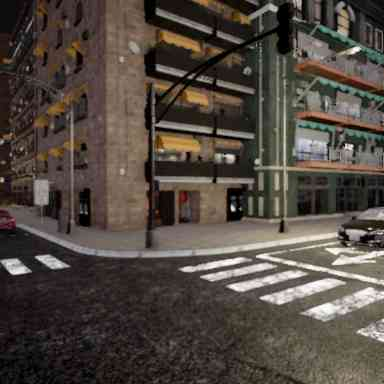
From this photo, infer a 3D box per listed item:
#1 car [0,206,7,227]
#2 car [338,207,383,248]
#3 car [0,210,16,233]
[{"bbox_3d":[-14.736,1.723,23.886,1.947,1.339,4.313,-1,0,-37],"label":"car"},{"bbox_3d":[7.760,1.362,13.224,4.902,1.511,2.128,0,0,-35],"label":"car"},{"bbox_3d":[-11.417,1.695,19.416,1.802,1.307,4.206,-1,0,-37],"label":"car"}]
